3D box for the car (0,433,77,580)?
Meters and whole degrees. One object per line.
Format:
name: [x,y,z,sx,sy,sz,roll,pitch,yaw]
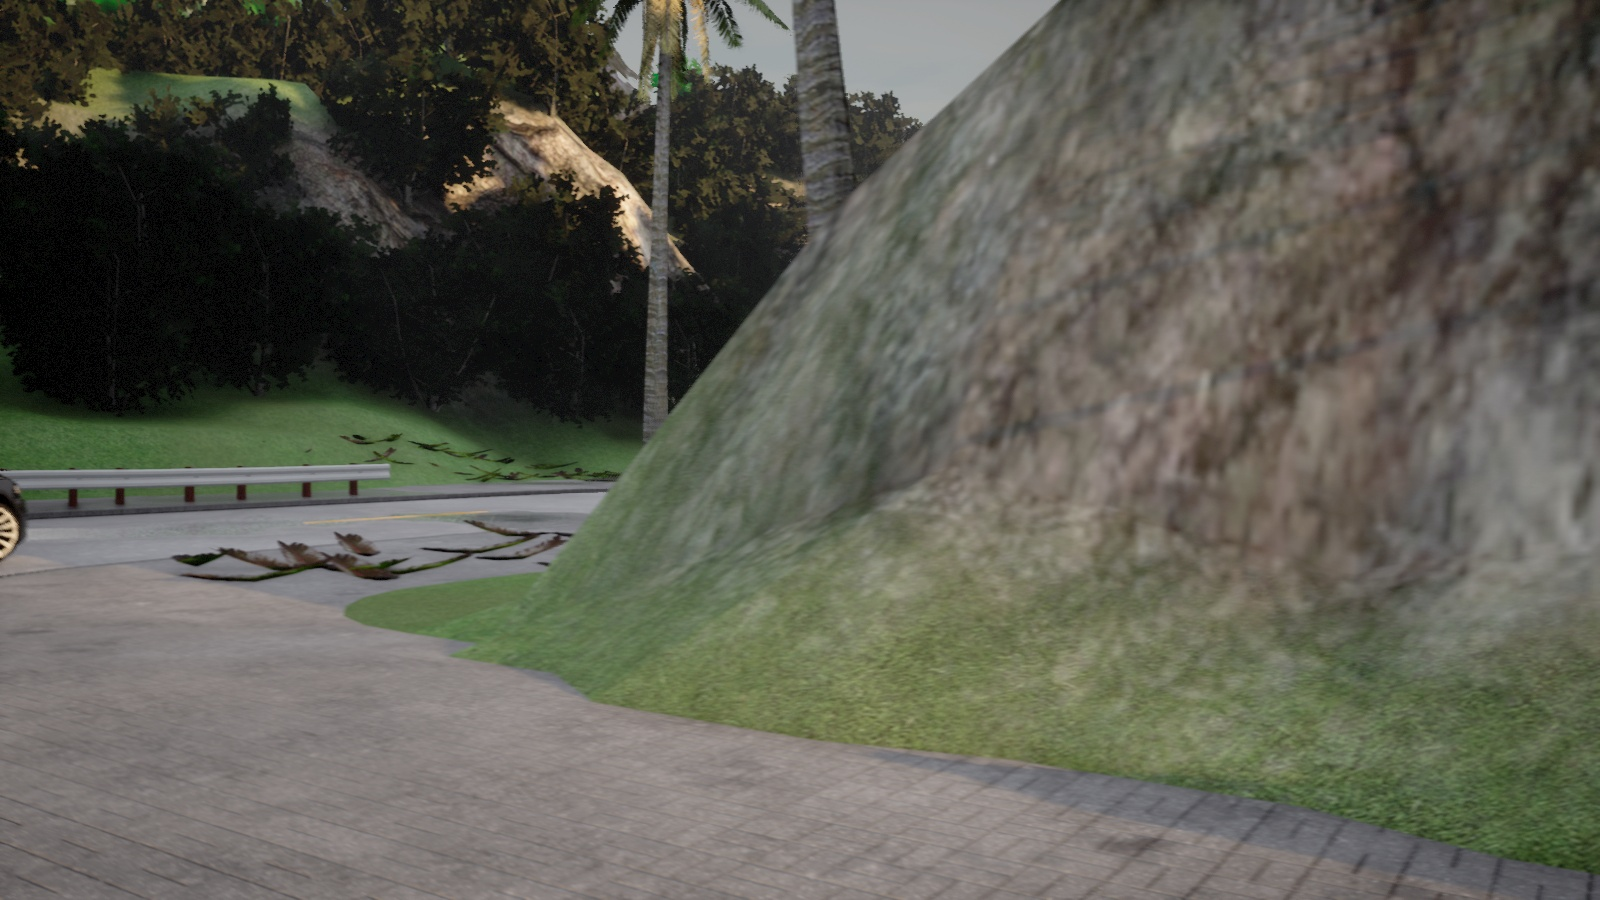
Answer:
car: [-9.442,0.614,11.768,2.128,1.511,4.902,-1,1,6]
